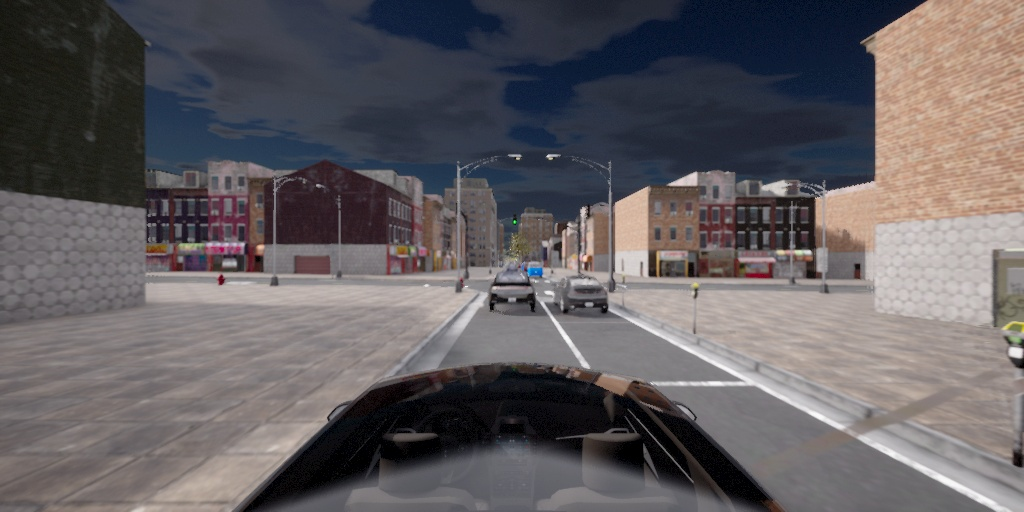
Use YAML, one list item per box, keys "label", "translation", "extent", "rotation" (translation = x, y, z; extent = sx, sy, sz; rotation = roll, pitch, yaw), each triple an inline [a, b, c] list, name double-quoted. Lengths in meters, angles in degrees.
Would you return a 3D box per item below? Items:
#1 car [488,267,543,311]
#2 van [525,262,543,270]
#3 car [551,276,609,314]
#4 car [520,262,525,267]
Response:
- label: "car"
  translation: [-0.005, 1.395, 15.362]
  extent: [2.128, 1.511, 4.902]
  rotation: [0, -1, 0]
- label: "van"
  translation: [2.660, 1.601, 41.366]
  extent: [1.690, 1.789, 3.998]
  rotation: [0, 0, 0]
- label: "car"
  translation: [2.644, 1.441, 14.413]
  extent: [2.007, 1.370, 4.403]
  rotation: [0, 0, 0]
- label: "car"
  translation: [2.666, 1.744, 51.946]
  extent: [2.192, 1.841, 5.009]
  rotation: [0, 0, 0]
